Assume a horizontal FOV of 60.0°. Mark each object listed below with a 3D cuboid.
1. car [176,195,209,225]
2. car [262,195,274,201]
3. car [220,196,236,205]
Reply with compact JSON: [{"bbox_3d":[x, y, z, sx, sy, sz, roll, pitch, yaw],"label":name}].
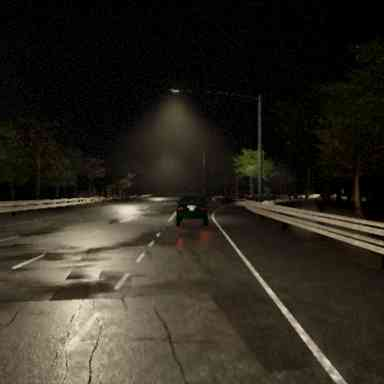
[{"bbox_3d":[0.018,1.195,24.250,2.150,2.045,5.566,0,0,1],"label":"car"},{"bbox_3d":[17.640,1.404,77.309,1.812,1.442,4.674,0,0,38],"label":"car"},{"bbox_3d":[6.216,1.437,56.987,1.837,1.490,4.892,0,0,21],"label":"car"}]
